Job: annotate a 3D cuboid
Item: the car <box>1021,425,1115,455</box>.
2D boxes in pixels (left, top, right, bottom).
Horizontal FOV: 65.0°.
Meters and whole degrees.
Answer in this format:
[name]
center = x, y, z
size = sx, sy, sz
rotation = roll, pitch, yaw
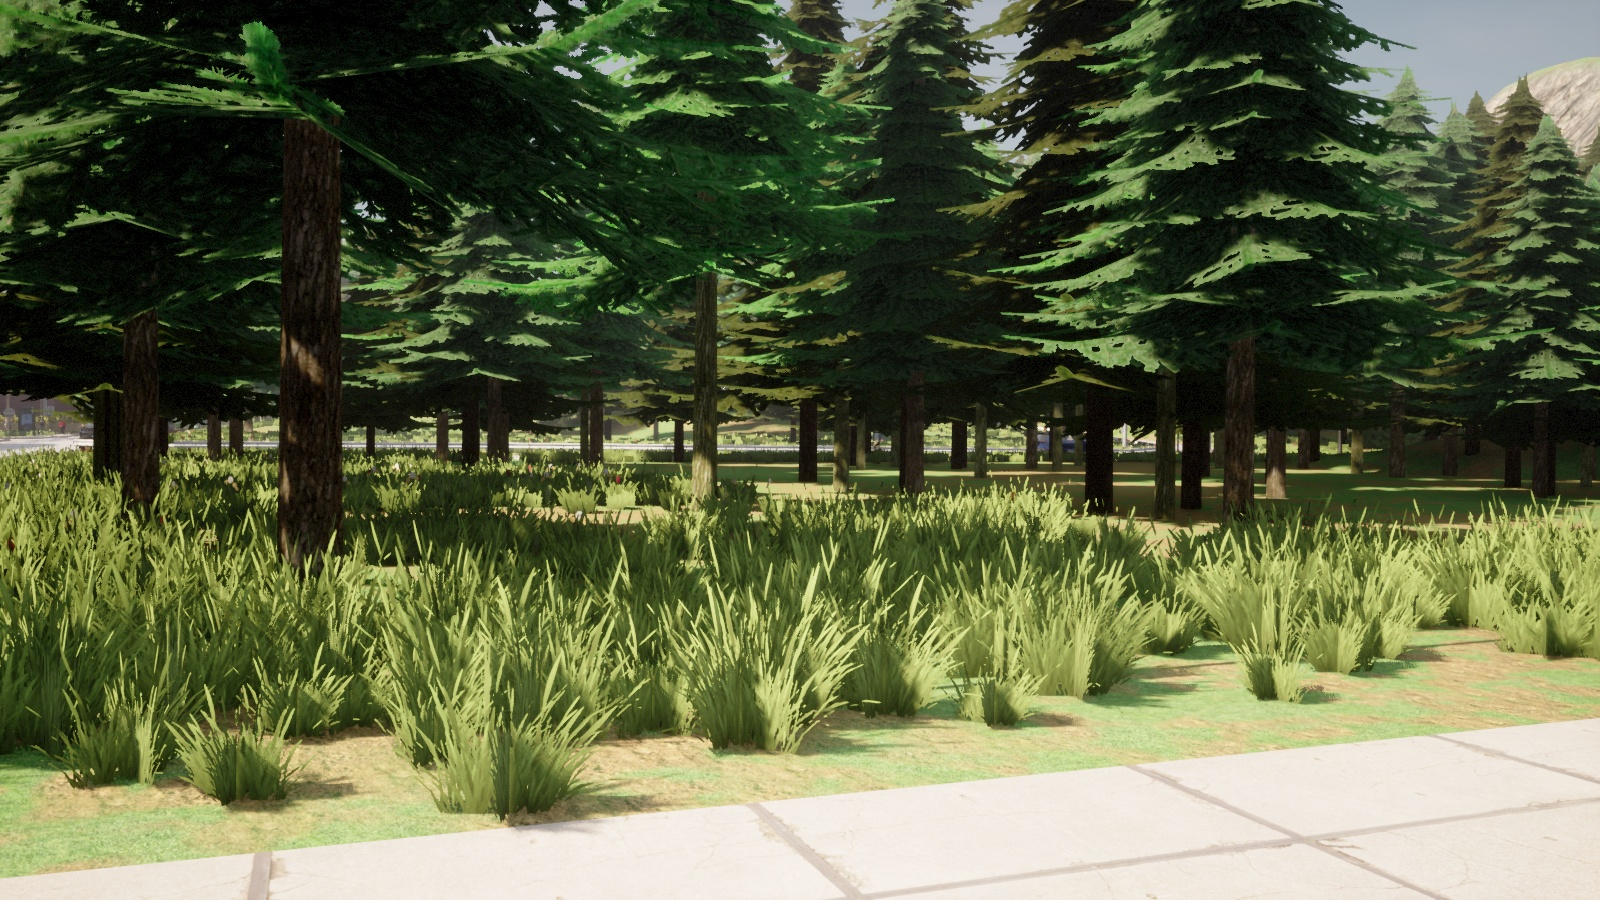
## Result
[car]
center = 15.093, -0.577, 70.702
size = 4.856, 1.649, 2.033
rotation = -1, 1, -22
